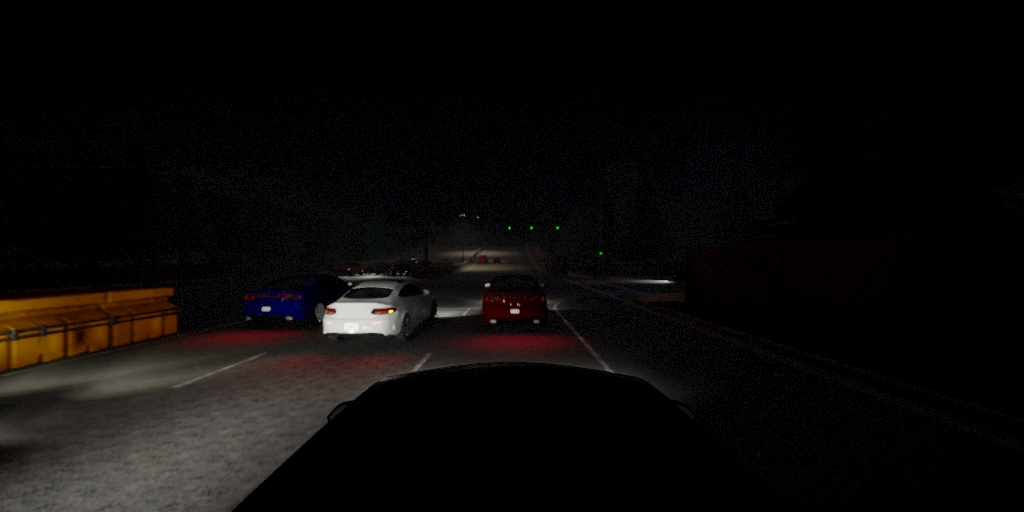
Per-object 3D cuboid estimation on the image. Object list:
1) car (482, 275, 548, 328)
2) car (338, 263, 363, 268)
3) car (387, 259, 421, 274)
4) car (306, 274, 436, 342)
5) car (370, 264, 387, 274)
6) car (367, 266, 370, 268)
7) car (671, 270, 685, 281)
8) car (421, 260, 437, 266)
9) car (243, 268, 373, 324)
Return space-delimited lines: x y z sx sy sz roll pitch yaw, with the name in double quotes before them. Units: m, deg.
"car" 0.082 1.360 12.042 1.882 1.535 5.008 0 -1 0
"car" -21.120 1.673 46.497 2.097 1.767 4.553 0 -1 0
"car" -14.120 1.552 47.229 2.150 2.045 5.566 0 -1 0
"car" -3.427 1.382 10.000 1.812 1.442 4.674 0 -1 0
"car" -17.626 1.865 50.577 2.128 1.511 4.902 0 -1 0
"car" -21.111 1.961 55.474 1.812 1.442 4.674 0 -1 0
"car" 17.329 1.726 33.924 4.181 1.385 1.994 0 -1 0
"car" -14.113 1.685 57.597 2.150 2.045 5.566 0 -1 0
"car" -6.917 1.366 12.573 1.882 1.535 5.008 0 -1 0
